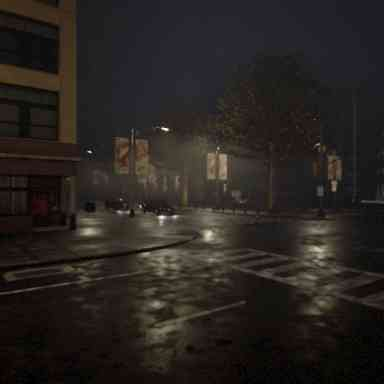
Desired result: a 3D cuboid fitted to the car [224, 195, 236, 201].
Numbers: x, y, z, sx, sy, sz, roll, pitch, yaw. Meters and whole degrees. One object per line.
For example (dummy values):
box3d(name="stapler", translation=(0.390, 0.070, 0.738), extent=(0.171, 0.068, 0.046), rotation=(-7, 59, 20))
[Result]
box3d(name="car", translation=(8.062, 1.431, 76.766), extent=(2.161, 1.482, 4.786), rotation=(0, 0, -36))

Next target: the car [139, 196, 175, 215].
box3d(name="car", translation=(-3.601, 1.511, 34.012), extent=(1.837, 1.490, 4.892), rotation=(0, 0, -36))

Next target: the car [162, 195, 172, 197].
box3d(name="car", translation=(-5.093, 1.363, 61.967), extent=(2.097, 1.767, 4.553), rotation=(0, 0, -36))

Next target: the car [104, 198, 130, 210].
box3d(name="car", translation=(-9.580, 1.497, 42.380), extent=(2.128, 1.511, 4.902), rotation=(0, 0, -36))

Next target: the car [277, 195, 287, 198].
box3d(name="car", translation=(18.532, 1.340, 69.274), extent=(2.002, 1.452, 4.674), rotation=(0, 0, -36))

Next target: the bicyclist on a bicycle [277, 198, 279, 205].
box3d(name="bicyclist on a bicycle", translation=(12.733, 1.315, 50.658), extent=(1.656, 1.620, 0.582), rotation=(0, 0, -36))

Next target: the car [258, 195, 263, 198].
box3d(name="car", translation=(17.719, 1.485, 83.207), extent=(1.895, 1.301, 4.718), rotation=(0, 0, -36))
